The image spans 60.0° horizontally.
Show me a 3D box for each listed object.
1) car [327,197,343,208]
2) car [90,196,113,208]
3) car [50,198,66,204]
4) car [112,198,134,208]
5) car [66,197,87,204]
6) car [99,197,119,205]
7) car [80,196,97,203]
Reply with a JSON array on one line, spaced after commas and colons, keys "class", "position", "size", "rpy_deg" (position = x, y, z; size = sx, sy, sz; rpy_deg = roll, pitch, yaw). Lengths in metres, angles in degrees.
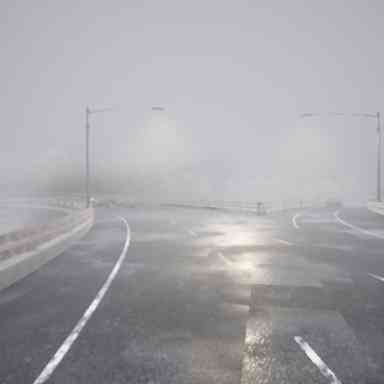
[{"class": "car", "position": [21.490, 1.573, 50.046], "size": [2.128, 1.511, 4.902], "rpy_deg": [-1, -1, 30]}, {"class": "car", "position": [-14.606, 1.756, 53.170], "size": [1.837, 1.490, 4.892], "rpy_deg": [0, -1, -30]}, {"class": "car", "position": [-29.355, 2.001, 72.738], "size": [4.718, 1.301, 1.895], "rpy_deg": [-1, 0, 44]}, {"class": "car", "position": [-10.902, 1.794, 53.711], "size": [1.994, 1.385, 4.181], "rpy_deg": [0, 0, -29]}, {"class": "car", "position": [-25.553, 1.863, 73.803], "size": [1.882, 1.535, 5.008], "rpy_deg": [0, 0, -43]}, {"class": "car", "position": [-17.501, 1.838, 69.729], "size": [2.128, 1.511, 4.902], "rpy_deg": [0, 0, -40]}, {"class": "car", "position": [-24.103, 1.741, 77.387], "size": [4.674, 1.442, 1.812], "rpy_deg": [-1, 0, 44]}]
